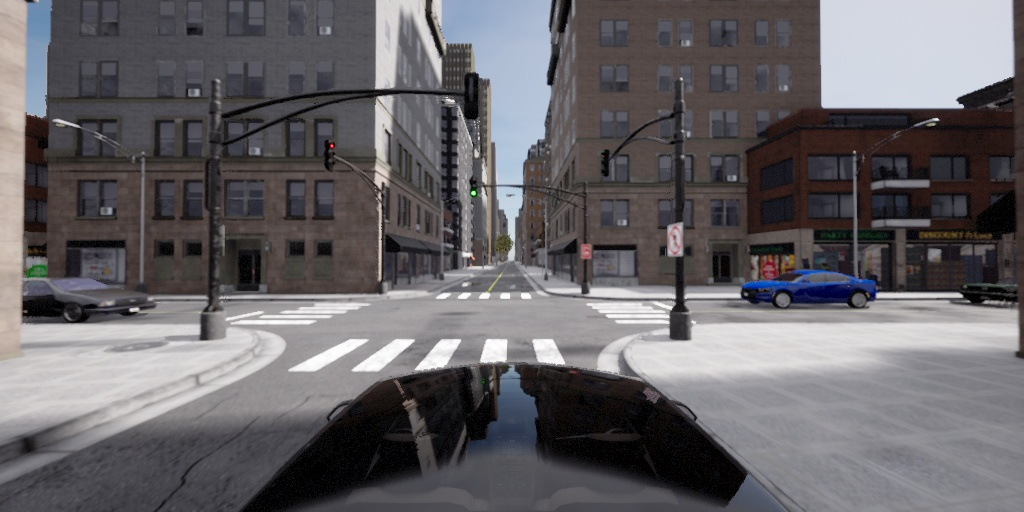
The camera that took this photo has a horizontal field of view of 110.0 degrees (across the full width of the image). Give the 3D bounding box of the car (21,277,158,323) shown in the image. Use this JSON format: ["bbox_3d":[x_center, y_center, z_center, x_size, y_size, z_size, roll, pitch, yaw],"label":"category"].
[{"bbox_3d":[-15.398,1.423,12.107,5.357,1.411,2.033,0,-1,0],"label":"car"}]

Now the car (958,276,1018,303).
[{"bbox_3d":[22.414,1.471,15.340,4.718,1.301,1.895,0,-1,0],"label":"car"}]

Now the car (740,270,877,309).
[{"bbox_3d":[12.500,1.364,15.333,5.008,1.535,1.882,0,-1,0],"label":"car"}]
